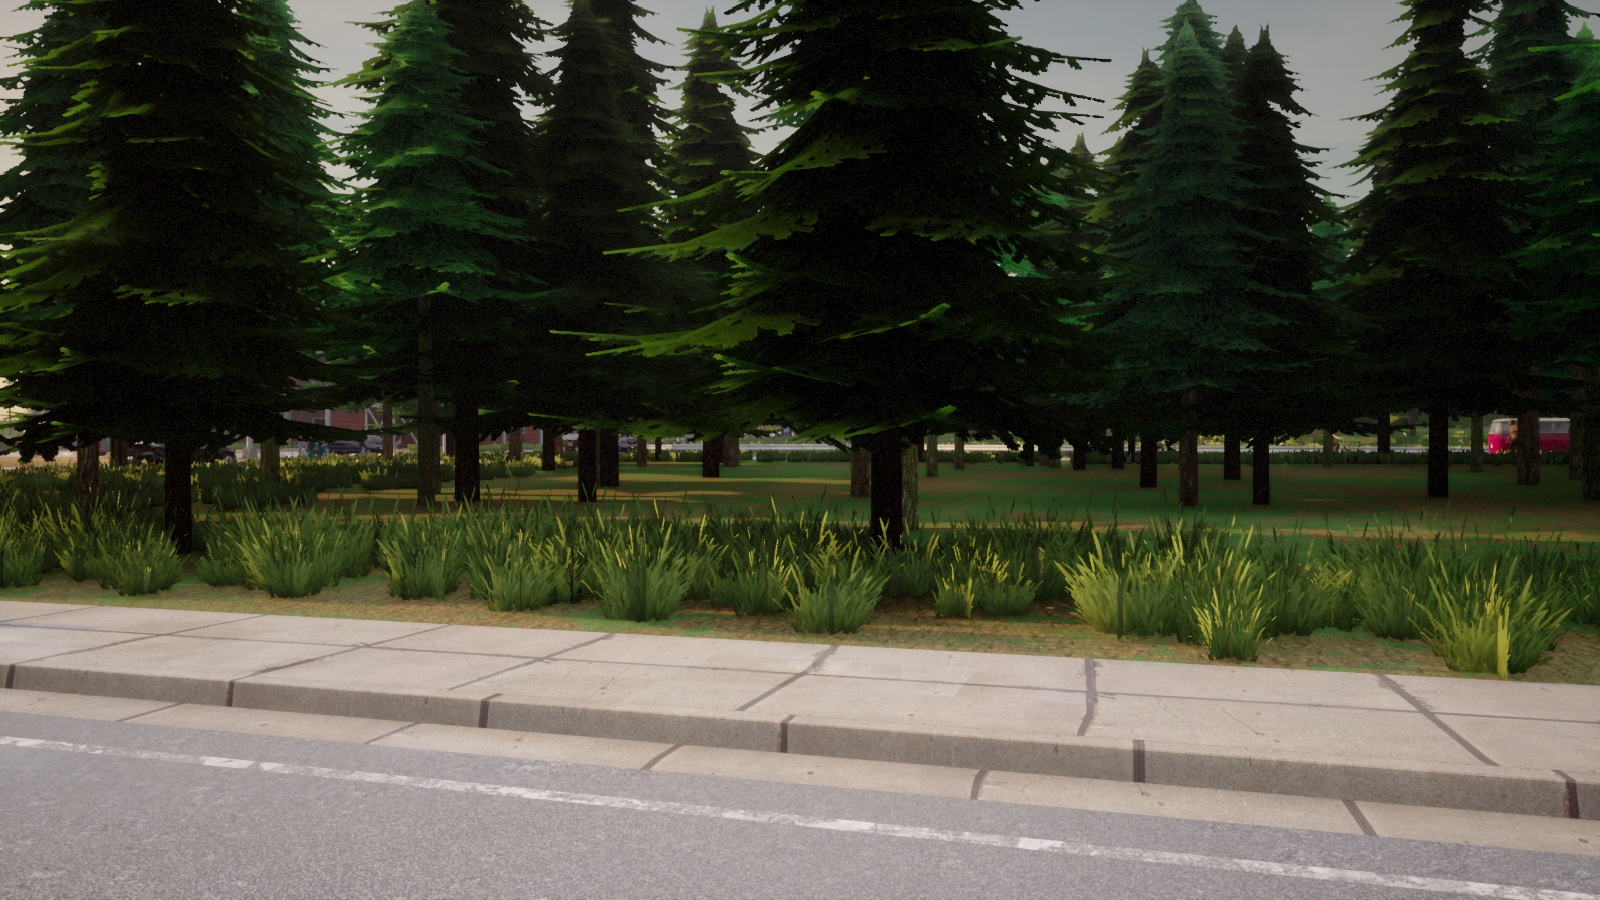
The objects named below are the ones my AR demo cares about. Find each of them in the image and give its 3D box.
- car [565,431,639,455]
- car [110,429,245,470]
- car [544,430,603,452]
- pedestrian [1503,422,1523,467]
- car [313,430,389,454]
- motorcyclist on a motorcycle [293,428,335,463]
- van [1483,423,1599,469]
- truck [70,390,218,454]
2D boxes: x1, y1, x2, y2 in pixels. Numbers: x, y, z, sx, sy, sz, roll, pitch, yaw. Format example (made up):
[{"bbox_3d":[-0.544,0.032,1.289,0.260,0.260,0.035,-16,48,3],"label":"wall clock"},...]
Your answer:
[{"bbox_3d":[-12.170,-0.437,77.310,4.193,1.474,1.816,0,1,24],"label":"car"},{"bbox_3d":[-24.790,-0.066,50.212,1.882,1.535,5.008,1,1,17],"label":"car"},{"bbox_3d":[-16.113,-0.642,89.604,2.163,1.488,4.792,1,1,17],"label":"car"},{"bbox_3d":[29.605,-0.235,52.157,0.634,1.846,0.331,0,1,14],"label":"pedestrian"},{"bbox_3d":[-27.853,-0.513,77.957,4.193,1.474,1.816,0,1,16],"label":"car"},{"bbox_3d":[-22.386,-0.204,57.883,0.866,1.590,1.817,1,1,17],"label":"motorcyclist on a motorcycle"},{"bbox_3d":[33.020,-0.189,55.749,4.442,1.987,1.775,1,1,19],"label":"van"},{"bbox_3d":[-40.800,-1.746,78.091,8.468,3.827,2.891,0,1,16],"label":"truck"}]
